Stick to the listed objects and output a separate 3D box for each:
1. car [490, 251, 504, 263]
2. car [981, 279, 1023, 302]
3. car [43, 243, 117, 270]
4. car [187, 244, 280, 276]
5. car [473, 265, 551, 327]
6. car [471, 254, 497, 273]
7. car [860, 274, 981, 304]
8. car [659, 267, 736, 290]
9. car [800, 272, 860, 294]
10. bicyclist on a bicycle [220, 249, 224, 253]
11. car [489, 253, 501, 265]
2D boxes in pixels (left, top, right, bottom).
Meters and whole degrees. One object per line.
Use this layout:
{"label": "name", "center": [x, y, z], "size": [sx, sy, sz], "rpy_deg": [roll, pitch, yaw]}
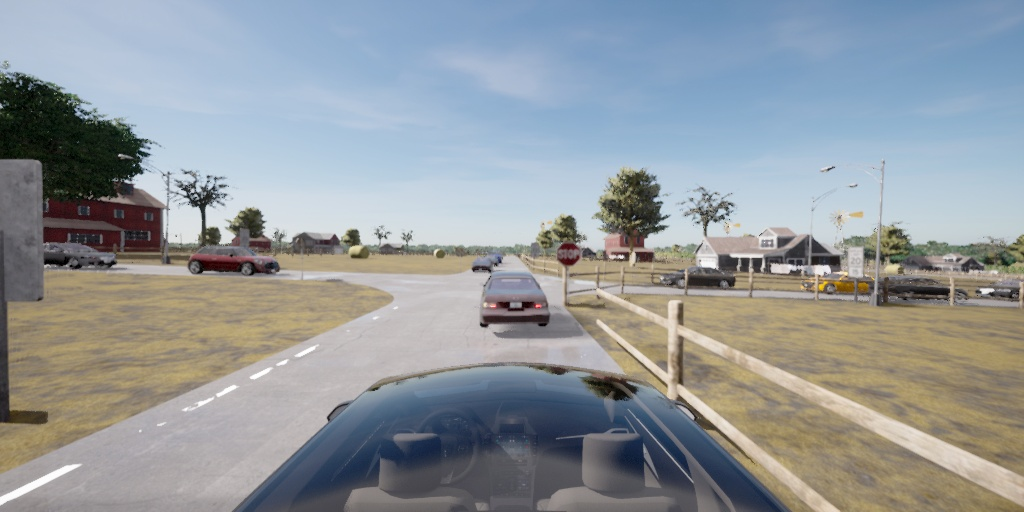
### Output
{"label": "car", "center": [-2.773, 0.182, 58.246], "size": [2.150, 2.045, 5.566], "rpy_deg": [0, 1, 1]}
{"label": "car", "center": [35.166, 2.365, 24.756], "size": [4.902, 1.511, 2.128], "rpy_deg": [2, 1, 0]}
{"label": "car", "center": [-26.950, -0.020, 21.712], "size": [4.902, 1.511, 2.128], "rpy_deg": [2, 1, 0]}
{"label": "car", "center": [-16.695, 0.221, 21.728], "size": [4.553, 1.767, 2.097], "rpy_deg": [2, 1, 0]}
{"label": "car", "center": [-0.033, 1.164, 10.947], "size": [2.033, 1.411, 5.357], "rpy_deg": [0, 1, -3]}
{"label": "car", "center": [-2.842, 0.824, 35.180], "size": [2.033, 1.411, 5.357], "rpy_deg": [0, 1, 0]}
{"label": "car", "center": [24.676, 1.989, 21.807], "size": [4.892, 1.490, 1.837], "rpy_deg": [2, 1, 0]}
{"label": "car", "center": [12.705, 1.471, 24.681], "size": [4.892, 1.490, 1.837], "rpy_deg": [2, 1, -2]}
{"label": "car", "center": [22.800, 1.845, 24.746], "size": [5.008, 1.535, 1.882], "rpy_deg": [2, 1, 0]}
{"label": "bicyclist on a bicycle", "center": [-22.615, 0.028, 27.705], "size": [0.582, 1.620, 1.656], "rpy_deg": [2, 1, 0]}
{"label": "car", "center": [-2.826, 0.637, 46.991], "size": [1.812, 1.442, 4.674], "rpy_deg": [0, 1, 0]}
